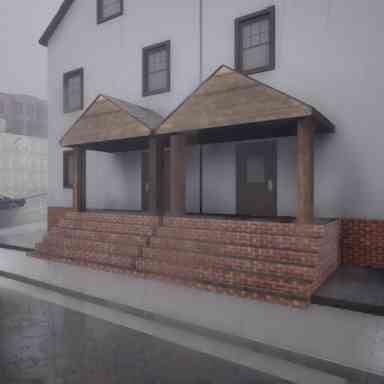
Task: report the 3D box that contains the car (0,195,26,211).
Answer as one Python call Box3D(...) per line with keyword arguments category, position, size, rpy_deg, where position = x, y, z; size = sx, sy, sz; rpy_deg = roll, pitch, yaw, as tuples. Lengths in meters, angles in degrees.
Box3D(category="car", position=(-15.466, 1.015, 25.407), size=(1.895, 1.301, 4.718), rpy_deg=(0, 6, 35))
